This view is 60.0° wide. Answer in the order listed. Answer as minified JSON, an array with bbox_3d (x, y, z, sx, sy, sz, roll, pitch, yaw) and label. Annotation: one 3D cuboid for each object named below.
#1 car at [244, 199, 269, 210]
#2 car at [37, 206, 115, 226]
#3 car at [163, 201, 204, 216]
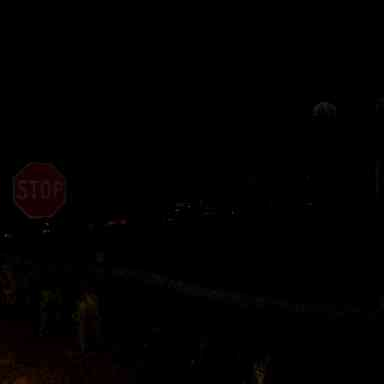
[{"bbox_3d":[8.337,1.627,43.038,2.128,1.511,4.902,0,0,36],"label":"car"},{"bbox_3d":[-7.329,1.576,21.418,1.895,1.301,4.718,0,-1,36],"label":"car"},{"bbox_3d":[-0.654,1.594,30.680,1.812,1.442,4.674,0,-1,36],"label":"car"}]
